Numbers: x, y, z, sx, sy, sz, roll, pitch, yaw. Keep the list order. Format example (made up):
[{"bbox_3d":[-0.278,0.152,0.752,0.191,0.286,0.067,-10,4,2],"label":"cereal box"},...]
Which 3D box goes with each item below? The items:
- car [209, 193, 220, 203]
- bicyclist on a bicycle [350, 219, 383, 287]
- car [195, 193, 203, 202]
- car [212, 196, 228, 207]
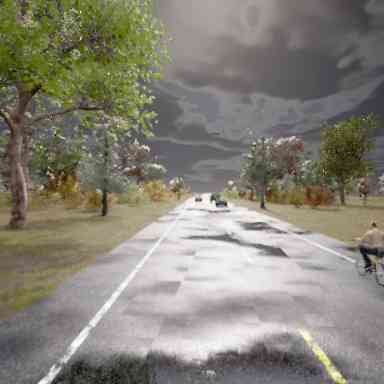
[{"bbox_3d":[4.976,1.306,72.049,2.150,2.045,5.566,1,0,1],"label":"car"},{"bbox_3d":[4.622,1.503,8.593,0.866,1.612,1.509,1,0,1],"label":"bicyclist on a bicycle"},{"bbox_3d":[1.540,1.575,75.320,2.033,1.411,5.357,1,0,1],"label":"car"},{"bbox_3d":[4.687,1.679,53.816,1.895,1.301,4.718,1,0,1],"label":"car"}]
